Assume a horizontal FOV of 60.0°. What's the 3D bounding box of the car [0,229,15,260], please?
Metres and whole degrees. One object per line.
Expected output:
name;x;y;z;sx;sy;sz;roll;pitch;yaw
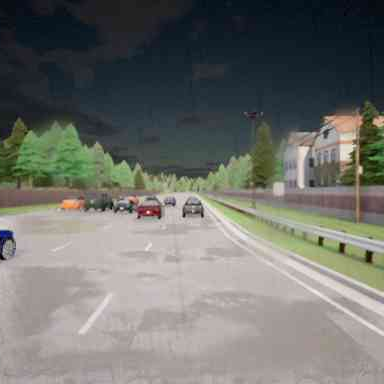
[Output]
car;-6.898;1.458;9.229;1.882;1.535;5.008;0;0;0

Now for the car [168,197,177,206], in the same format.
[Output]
car;-3.393;1.439;51.115;2.033;1.411;5.357;0;0;0

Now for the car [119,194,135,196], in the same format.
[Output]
car;-10.392;1.233;56.534;2.097;1.767;4.553;0;0;0

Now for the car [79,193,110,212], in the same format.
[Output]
car;-10.394;1.142;37.419;2.150;2.045;5.566;0;0;0

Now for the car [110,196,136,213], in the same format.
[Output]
car;-6.909;1.452;34.982;1.812;1.442;4.674;0;0;0

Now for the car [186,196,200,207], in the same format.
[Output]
car;0.107;1.439;51.197;2.033;1.411;5.357;0;0;0

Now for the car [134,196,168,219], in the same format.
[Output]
car;-3.394;1.418;28.299;1.882;1.535;5.008;0;0;0

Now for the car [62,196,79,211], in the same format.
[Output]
car;-13.893;1.267;39.985;2.097;1.767;4.553;0;0;0

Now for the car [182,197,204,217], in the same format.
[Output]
car;0.104;1.427;30.611;2.128;1.511;4.902;0;0;0

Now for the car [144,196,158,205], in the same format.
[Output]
car;-6.892;1.385;56.812;1.837;1.490;4.892;0;0;0
